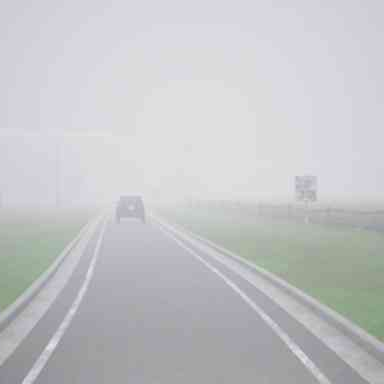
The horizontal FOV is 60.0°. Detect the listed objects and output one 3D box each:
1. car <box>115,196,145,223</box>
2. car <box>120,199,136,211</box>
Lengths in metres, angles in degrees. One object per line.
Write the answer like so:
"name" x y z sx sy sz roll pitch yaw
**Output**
"car" -4.982 1.300 26.740 2.150 2.045 5.566 -1 0 -12
"car" -8.478 1.697 44.085 1.994 1.385 4.181 0 0 -11
